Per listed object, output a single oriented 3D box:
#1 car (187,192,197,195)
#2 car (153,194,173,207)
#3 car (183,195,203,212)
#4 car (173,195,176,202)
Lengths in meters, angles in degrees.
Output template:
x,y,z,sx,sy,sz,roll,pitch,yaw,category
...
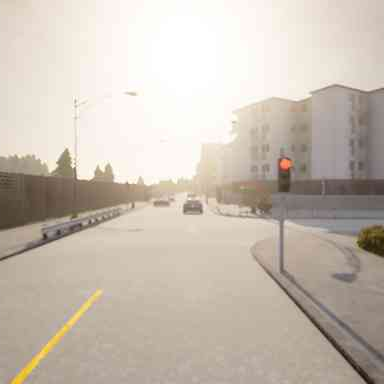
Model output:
x,y,z,sx,sy,sz,roll,pitch,yaw,category
-0.007,0.872,67.684,2.097,1.767,4.553,0,0,0,car
-4.092,1.244,44.954,1.994,1.385,4.181,0,0,0,car
0.096,1.315,34.980,1.994,1.385,4.181,0,0,0,car
-4.050,1.091,61.196,1.812,1.442,4.674,0,0,1,car
